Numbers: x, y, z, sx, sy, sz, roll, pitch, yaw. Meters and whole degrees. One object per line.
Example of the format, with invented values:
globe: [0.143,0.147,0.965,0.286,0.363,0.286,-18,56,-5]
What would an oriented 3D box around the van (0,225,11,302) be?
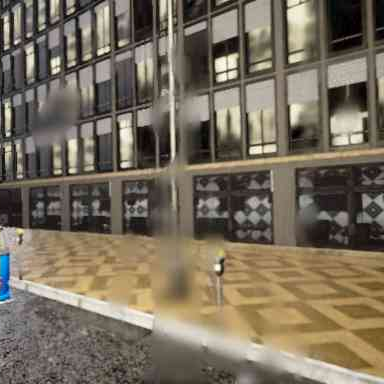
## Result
van: [-5.314,1.424,6.700,3.998,1.788,1.690,-1,-2,36]
